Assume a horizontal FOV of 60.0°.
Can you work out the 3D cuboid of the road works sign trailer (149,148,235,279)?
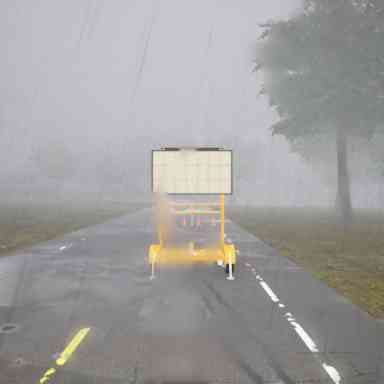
[{"bbox_3d":[0.002,0.478,10.019,2.380,3.560,2.880,0,0,0],"label":"road works sign trailer"}]

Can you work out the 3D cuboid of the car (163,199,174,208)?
[{"bbox_3d":[-3.808,1.804,53.213,1.812,1.442,4.674,0,-1,-1],"label":"car"}]
